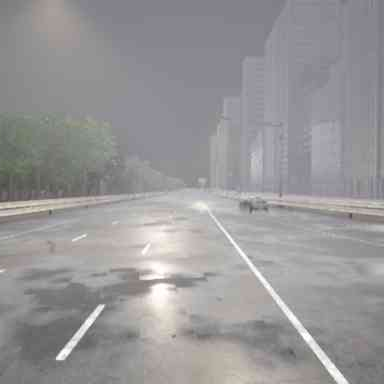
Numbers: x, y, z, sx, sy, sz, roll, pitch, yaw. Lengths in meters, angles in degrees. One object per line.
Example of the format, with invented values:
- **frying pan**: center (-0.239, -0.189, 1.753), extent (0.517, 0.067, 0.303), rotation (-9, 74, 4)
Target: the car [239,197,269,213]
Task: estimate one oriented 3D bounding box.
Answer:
- **car**: center (6.060, 1.273, 33.152), extent (2.128, 1.511, 4.902), rotation (0, 0, -8)
